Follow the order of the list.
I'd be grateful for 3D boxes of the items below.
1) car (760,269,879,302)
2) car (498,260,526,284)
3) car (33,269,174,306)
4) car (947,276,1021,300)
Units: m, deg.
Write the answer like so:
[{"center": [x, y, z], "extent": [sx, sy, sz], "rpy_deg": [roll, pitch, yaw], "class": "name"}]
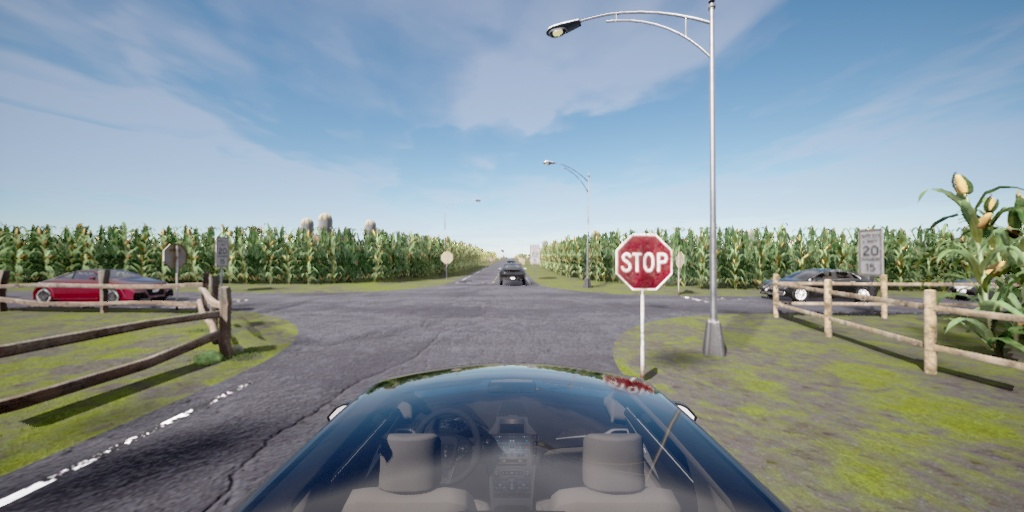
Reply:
[{"center": [14.751, 1.400, 17.376], "extent": [4.892, 1.490, 1.837], "rpy_deg": [0, -1, 0], "class": "car"}, {"center": [0.038, 1.291, 27.377], "extent": [1.837, 1.490, 4.892], "rpy_deg": [0, 0, 0], "class": "car"}, {"center": [-16.547, 1.231, 14.665], "extent": [4.181, 1.385, 1.994], "rpy_deg": [0, -1, 0], "class": "car"}, {"center": [24.159, 1.451, 17.308], "extent": [4.902, 1.511, 2.128], "rpy_deg": [0, -1, 0], "class": "car"}]
